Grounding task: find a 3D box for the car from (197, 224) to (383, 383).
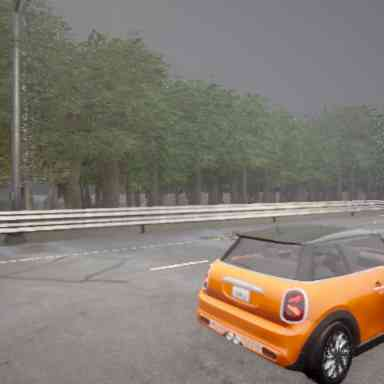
[{"bbox_3d":[2.365,1.338,5.555,4.553,1.767,2.097,0,0,-35],"label":"car"}]
